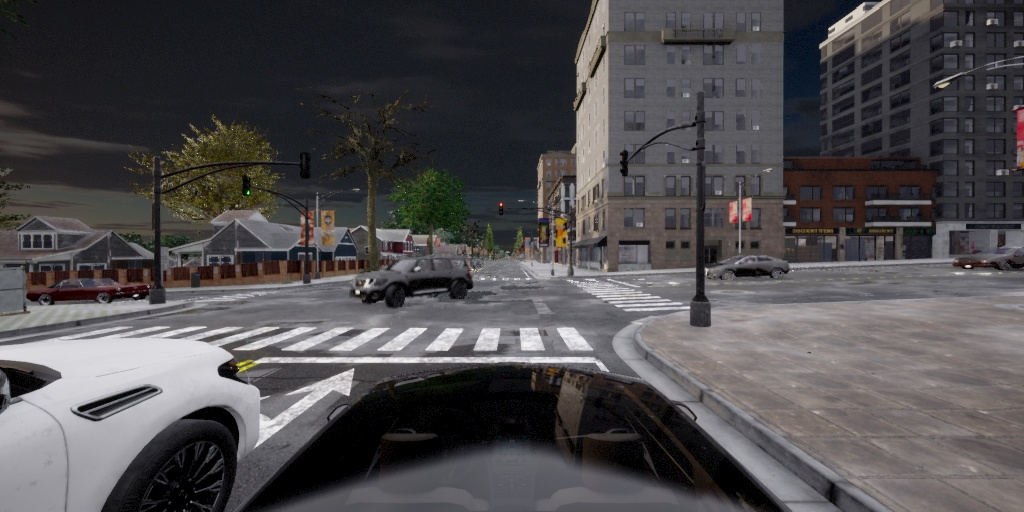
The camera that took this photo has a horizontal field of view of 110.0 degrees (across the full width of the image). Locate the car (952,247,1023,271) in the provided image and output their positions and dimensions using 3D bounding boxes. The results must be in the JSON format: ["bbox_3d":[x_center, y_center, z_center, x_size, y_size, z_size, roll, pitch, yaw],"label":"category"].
[{"bbox_3d":[30.569,0.147,21.952,5.357,1.411,2.033,-2,0,0],"label":"car"}]

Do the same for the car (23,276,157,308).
[{"bbox_3d":[-21.640,1.806,18.534,4.718,1.301,1.895,-2,0,0],"label":"car"}]

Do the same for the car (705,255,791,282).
[{"bbox_3d":[14.156,0.712,21.895,4.902,1.511,2.128,-2,0,0],"label":"car"}]

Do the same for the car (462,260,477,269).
[{"bbox_3d":[-6.646,1.333,57.029,1.812,1.442,4.674,0,0,0],"label":"car"}]

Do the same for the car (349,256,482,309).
[{"bbox_3d":[-4.159,1.013,15.760,2.150,2.045,5.566,-1,-1,38],"label":"car"}]

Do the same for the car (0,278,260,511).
[{"bbox_3d":[-3.145,0.972,0.558,2.150,2.045,5.566,0,0,0],"label":"car"}]
